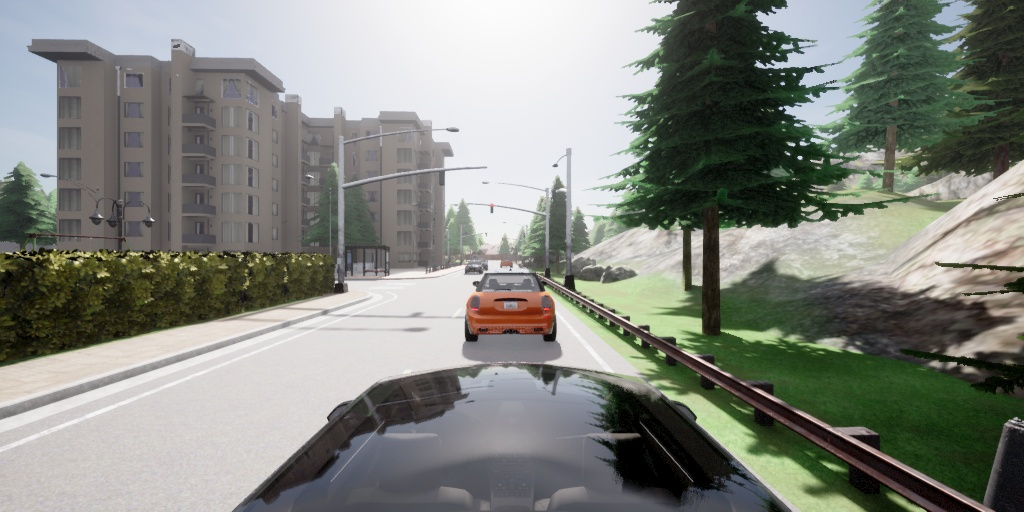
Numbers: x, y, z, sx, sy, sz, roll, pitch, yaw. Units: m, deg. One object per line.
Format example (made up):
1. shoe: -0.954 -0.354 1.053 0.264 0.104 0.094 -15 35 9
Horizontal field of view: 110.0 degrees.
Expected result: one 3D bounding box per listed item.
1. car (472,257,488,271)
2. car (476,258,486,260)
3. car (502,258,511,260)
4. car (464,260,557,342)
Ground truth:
1. car: -4.448 1.102 50.672 2.097 1.767 4.553 0 0 -2
2. car: -4.265 1.255 40.761 1.837 1.490 4.892 0 0 -1
3. car: -0.926 1.102 61.232 2.097 1.767 4.553 0 0 -1
4. car: -0.052 1.102 9.975 2.097 1.767 4.553 0 0 -1
